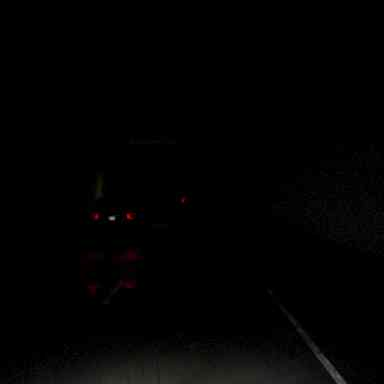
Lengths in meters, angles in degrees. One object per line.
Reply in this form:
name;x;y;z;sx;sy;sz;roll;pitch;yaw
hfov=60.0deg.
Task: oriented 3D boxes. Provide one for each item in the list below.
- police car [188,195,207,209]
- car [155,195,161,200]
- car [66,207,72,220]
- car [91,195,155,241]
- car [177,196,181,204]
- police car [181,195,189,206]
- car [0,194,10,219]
police car;0.929;1.387;45.050;1.930;1.638;5.238;0;0;-3
car;-9.149;1.392;81.223;1.895;1.301;4.718;0;0;-26
car;-10.608;1.543;24.953;1.994;1.385;4.181;0;0;0
car;-3.404;1.207;16.836;2.150;2.045;5.566;0;0;0
car;-1.384;1.298;61.851;2.097;1.767;4.553;0;0;-13
police car;-0.182;1.378;55.688;1.930;1.638;5.238;0;0;-9
car;-14.105;1.201;23.505;2.150;2.045;5.566;0;0;0
